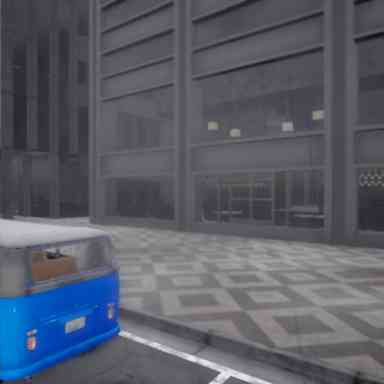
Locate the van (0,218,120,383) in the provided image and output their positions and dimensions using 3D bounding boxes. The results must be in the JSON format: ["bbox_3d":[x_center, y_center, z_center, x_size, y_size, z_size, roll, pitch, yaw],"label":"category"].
[{"bbox_3d":[-2.890,1.335,5.026,3.998,1.788,1.690,0,0,35],"label":"van"}]
